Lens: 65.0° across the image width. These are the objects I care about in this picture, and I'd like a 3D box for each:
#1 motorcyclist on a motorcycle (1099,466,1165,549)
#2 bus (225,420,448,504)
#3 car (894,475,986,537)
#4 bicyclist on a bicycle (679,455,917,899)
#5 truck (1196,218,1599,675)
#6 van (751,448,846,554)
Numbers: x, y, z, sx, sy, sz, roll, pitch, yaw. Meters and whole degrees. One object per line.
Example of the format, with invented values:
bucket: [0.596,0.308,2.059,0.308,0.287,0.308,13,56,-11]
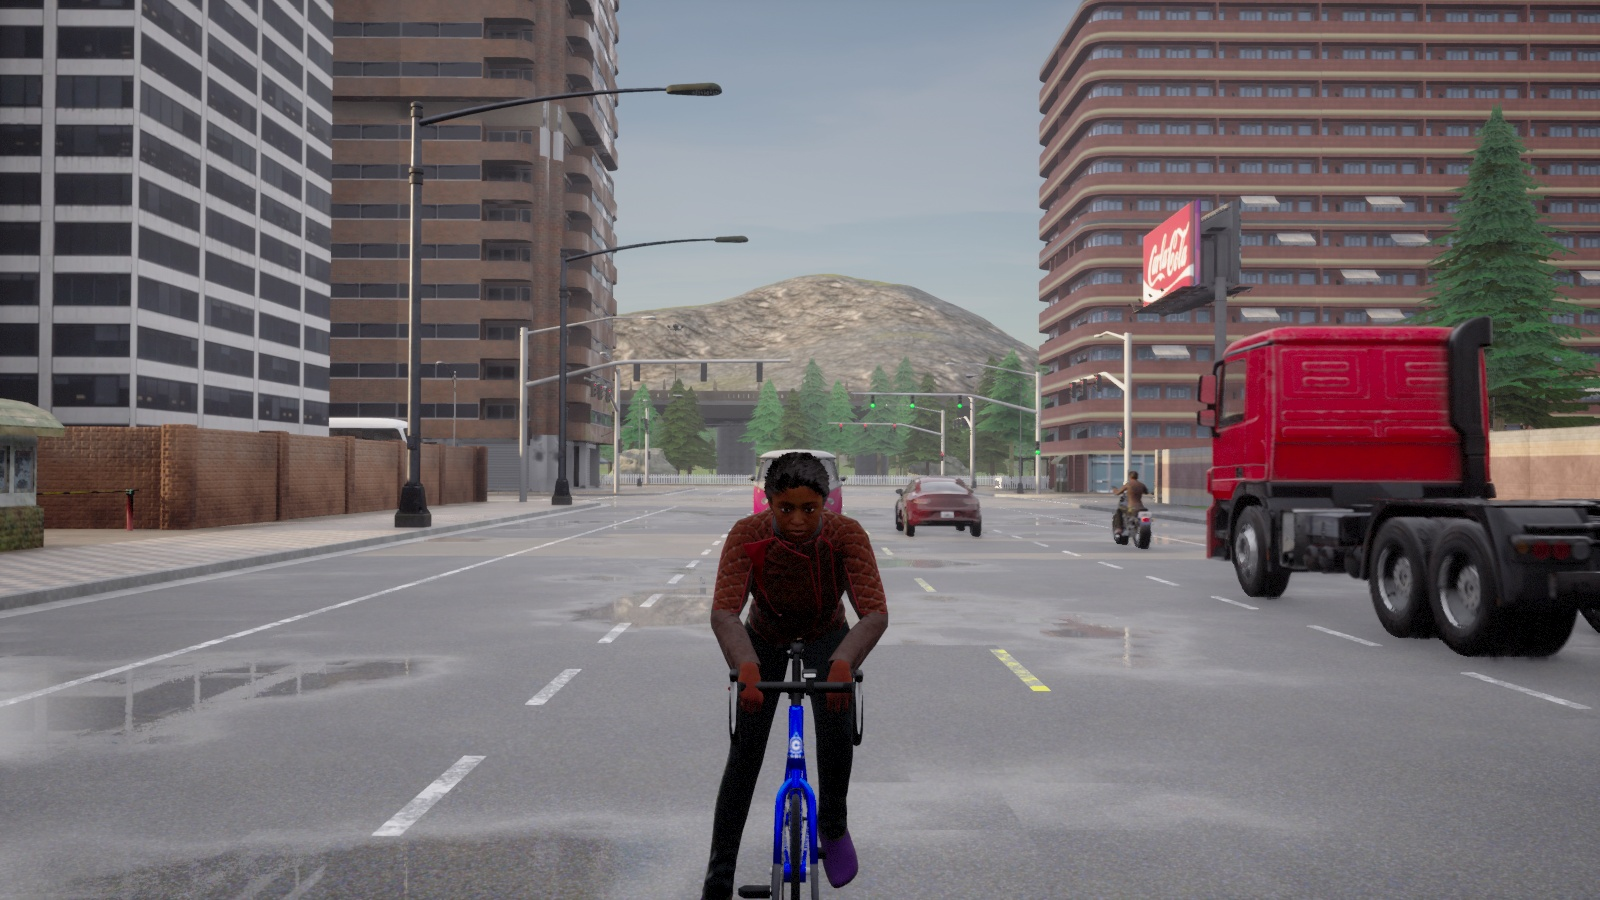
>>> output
motorcyclist on a motorcycle: [6.964,1.180,26.453,0.766,1.649,2.350,0,-1,0]
bus: [-24.145,0.639,65.914,10.273,4.253,3.944,0,-1,0]
car: [3.457,1.359,31.789,1.812,1.442,4.674,0,-1,0]
bicyclist on a bicycle: [-0.005,0.833,3.919,0.582,1.620,1.656,0,-1,0]
truck: [6.978,0.031,13.491,2.891,3.462,7.936,0,-1,0]
van: [-0.036,1.000,25.811,1.775,1.987,4.442,0,-1,0]
